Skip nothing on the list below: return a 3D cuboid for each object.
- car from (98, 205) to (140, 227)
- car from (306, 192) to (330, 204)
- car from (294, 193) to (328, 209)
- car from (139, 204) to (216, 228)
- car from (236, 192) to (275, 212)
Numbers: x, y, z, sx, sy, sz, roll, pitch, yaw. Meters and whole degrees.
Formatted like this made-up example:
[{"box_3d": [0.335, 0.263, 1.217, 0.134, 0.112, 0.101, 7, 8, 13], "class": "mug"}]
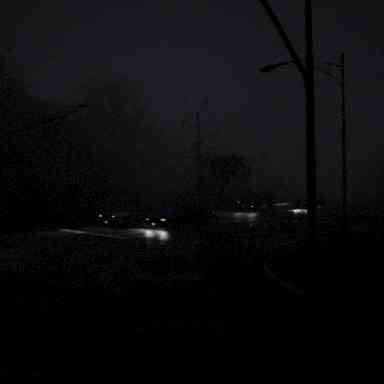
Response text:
[{"box_3d": [-4.188, 1.639, 23.421, 1.895, 1.301, 4.718, -1, 0, 41], "class": "car"}, {"box_3d": [19.103, 0.886, 50.249, 1.837, 1.490, 4.892, -1, 1, 39], "class": "car"}, {"box_3d": [13.795, 1.169, 38.801, 2.033, 1.411, 5.357, -1, 1, 41], "class": "car"}, {"box_3d": [-0.622, 1.526, 22.192, 2.033, 1.411, 5.357, -1, 0, 41], "class": "car"}, {"box_3d": [7.087, 1.015, 36.423, 2.150, 2.045, 5.566, -1, 1, 41], "class": "car"}]
